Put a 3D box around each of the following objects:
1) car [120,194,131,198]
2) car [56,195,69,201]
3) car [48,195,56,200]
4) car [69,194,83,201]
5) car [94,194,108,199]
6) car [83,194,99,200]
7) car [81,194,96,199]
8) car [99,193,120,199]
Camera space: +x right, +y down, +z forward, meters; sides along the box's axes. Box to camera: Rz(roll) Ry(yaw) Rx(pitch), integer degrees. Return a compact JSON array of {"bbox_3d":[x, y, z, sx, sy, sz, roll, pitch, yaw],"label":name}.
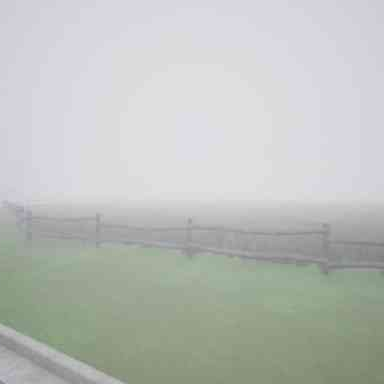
[{"bbox_3d":[-17.797,1.299,88.707,1.994,1.385,4.181,0,0,10],"label":"car"},{"bbox_3d":[-29.994,1.346,80.336,1.882,1.535,5.008,0,0,10],"label":"car"},{"bbox_3d":[-33.338,1.386,81.510,1.812,1.442,4.674,0,0,10],"label":"car"},{"bbox_3d":[-26.551,1.428,79.709,2.033,1.411,5.357,0,0,10],"label":"car"},{"bbox_3d":[-24.684,1.281,89.960,1.994,1.385,4.181,0,0,10],"label":"car"},{"bbox_3d":[-23.107,1.436,79.082,2.033,1.411,5.357,0,0,10],"label":"car"},{"bbox_3d":[-28.127,1.197,90.587,1.882,1.535,5.008,0,0,10],"label":"car"},{"bbox_3d":[-19.584,1.502,78.895,1.895,1.301,4.718,0,0,10],"label":"car"}]
